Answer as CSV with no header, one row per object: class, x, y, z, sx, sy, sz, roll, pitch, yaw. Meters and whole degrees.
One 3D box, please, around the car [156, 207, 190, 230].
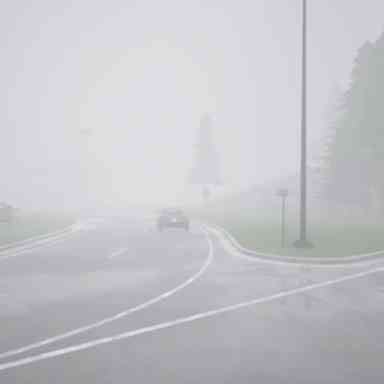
car,-1.324,1.672,22.000,1.994,1.385,4.181,1,0,-8
